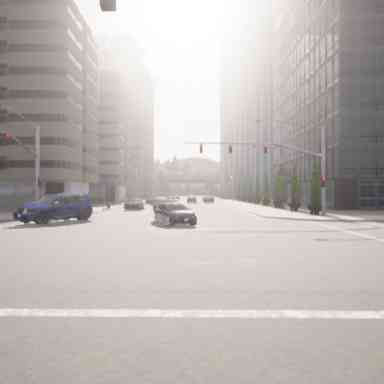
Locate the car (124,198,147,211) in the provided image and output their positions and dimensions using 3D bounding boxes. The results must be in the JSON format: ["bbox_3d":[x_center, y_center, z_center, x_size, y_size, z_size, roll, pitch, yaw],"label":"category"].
[{"bbox_3d":[-7.120,1.487,40.980,1.882,1.535,5.008,0,0,0],"label":"car"}]

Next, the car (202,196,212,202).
[{"bbox_3d":[3.455,1.546,76.326,1.994,1.385,4.181,0,0,0],"label":"car"}]

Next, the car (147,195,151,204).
[{"bbox_3d":[-7.102,1.364,59.970,2.097,1.767,4.553,0,0,0],"label":"car"}]

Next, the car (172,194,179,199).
[{"bbox_3d":[-3.620,1.516,55.596,1.837,1.490,4.892,0,0,0],"label":"car"}]

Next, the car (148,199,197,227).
[{"bbox_3d":[-1.277,1.464,22.552,1.837,1.490,4.892,-1,0,-22],"label":"car"}]

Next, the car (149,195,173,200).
[{"bbox_3d":[-3.620,1.487,39.849,1.882,1.535,5.008,0,0,0],"label":"car"}]

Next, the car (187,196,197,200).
[{"bbox_3d":[-0.040,1.493,66.823,1.882,1.535,5.008,0,0,0],"label":"car"}]

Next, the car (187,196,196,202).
[{"bbox_3d":[-0.045,1.539,76.151,1.994,1.385,4.181,0,0,0],"label":"car"}]

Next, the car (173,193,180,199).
[{"bbox_3d":[-3.542,0.986,71.121,2.097,1.767,4.553,0,0,0],"label":"car"}]

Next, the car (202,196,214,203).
[{"bbox_3d":[3.460,1.520,67.659,1.837,1.490,4.892,0,0,0],"label":"car"}]

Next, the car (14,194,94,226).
[{"bbox_3d":[-9.692,1.187,23.884,2.150,2.045,5.566,2,1,33],"label":"car"}]
